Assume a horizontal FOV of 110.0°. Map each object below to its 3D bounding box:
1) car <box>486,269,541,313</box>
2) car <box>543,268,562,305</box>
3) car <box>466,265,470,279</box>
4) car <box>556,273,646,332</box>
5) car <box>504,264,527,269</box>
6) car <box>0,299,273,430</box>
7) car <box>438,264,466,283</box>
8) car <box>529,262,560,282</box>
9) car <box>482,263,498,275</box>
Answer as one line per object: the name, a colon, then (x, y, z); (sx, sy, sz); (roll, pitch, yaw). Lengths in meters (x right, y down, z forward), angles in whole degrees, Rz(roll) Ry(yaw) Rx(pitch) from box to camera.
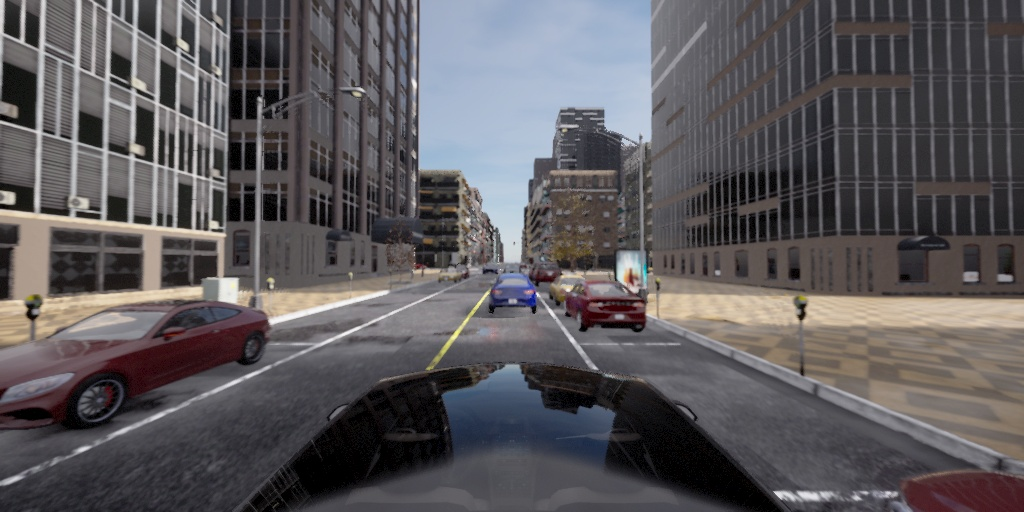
car: (0.052, 1.448, 14.884); (1.812, 1.442, 4.674); (0, -1, 1)
car: (2.691, 1.473, 16.945); (1.751, 1.417, 4.829); (0, 0, 0)
car: (-5.691, 1.679, 39.012); (1.967, 1.591, 4.097); (0, 0, 0)
car: (2.691, 1.420, 11.216); (1.888, 1.381, 4.507); (0, 0, 0)
car: (0.046, 1.617, 29.180); (1.837, 1.490, 4.892); (0, 0, 0)
car: (-5.690, 1.383, 5.657); (1.802, 1.307, 4.207); (0, 0, 0)
car: (-5.691, 1.692, 33.283); (1.751, 1.417, 4.829); (0, 0, 0)
car: (2.690, 1.408, 27.892); (2.192, 1.841, 5.009); (0, 0, 0)
car: (-3.049, 1.749, 51.062); (2.097, 1.767, 4.553); (0, -1, 0)
